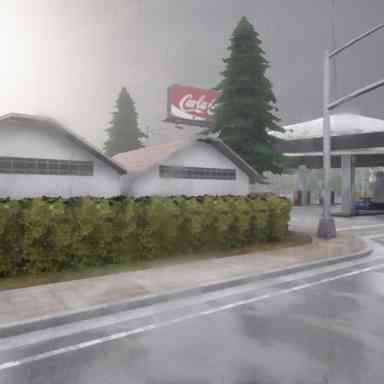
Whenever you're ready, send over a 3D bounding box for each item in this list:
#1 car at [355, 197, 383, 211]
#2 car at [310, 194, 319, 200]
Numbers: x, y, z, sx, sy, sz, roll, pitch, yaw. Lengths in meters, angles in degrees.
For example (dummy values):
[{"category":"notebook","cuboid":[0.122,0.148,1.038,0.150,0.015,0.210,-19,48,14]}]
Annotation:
[{"category":"car","cuboid":[21.300,1.476,39.649,4.611,1.667,2.242,0,0,-36]},{"category":"car","cuboid":[32.370,1.323,89.142,2.152,1.636,5.027,0,0,-36]}]
